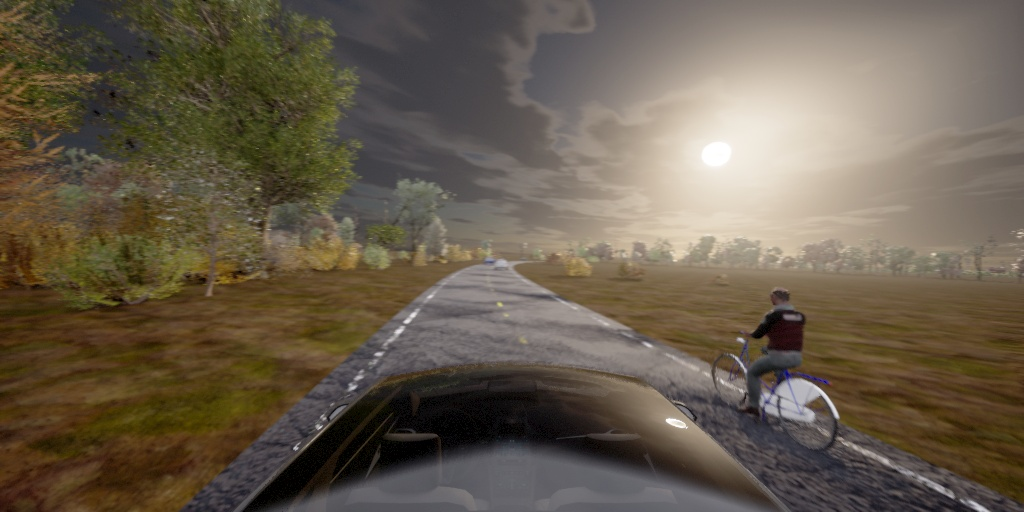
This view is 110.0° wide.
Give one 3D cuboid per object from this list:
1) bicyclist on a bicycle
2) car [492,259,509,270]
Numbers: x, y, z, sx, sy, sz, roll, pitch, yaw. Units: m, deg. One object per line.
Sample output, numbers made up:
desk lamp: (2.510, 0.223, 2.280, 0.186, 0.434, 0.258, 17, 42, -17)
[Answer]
bicyclist on a bicycle: (3.207, 1.259, 4.575, 0.659, 1.776, 1.843, 2, 0, -8)
car: (-1.538, 1.219, 52.085, 1.812, 1.442, 4.674, 2, 0, -2)
